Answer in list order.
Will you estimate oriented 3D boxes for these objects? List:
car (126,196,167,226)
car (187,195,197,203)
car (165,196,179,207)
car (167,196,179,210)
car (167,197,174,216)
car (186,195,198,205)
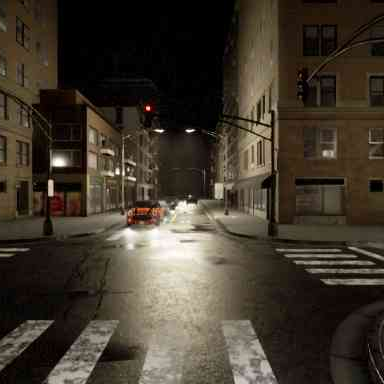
[{"bbox_3d":[-3.140,1.344,23.033,2.097,1.767,4.553,0,0,0],"label":"car"},{"bbox_3d":[-0.035,1.444,69.671,2.128,1.511,4.902,0,0,0],"label":"car"},{"bbox_3d":[-3.158,1.445,52.629,1.882,1.535,5.008,0,0,0],"label":"car"},{"bbox_3d":[-3.171,1.328,42.273,2.097,1.767,4.553,0,0,0],"label":"car"},{"bbox_3d":[-3.159,1.531,32.488,2.033,1.411,5.357,0,0,0],"label":"car"},{"bbox_3d":[-0.009,1.455,57.131,2.128,1.511,4.902,0,0,0],"label":"car"}]
